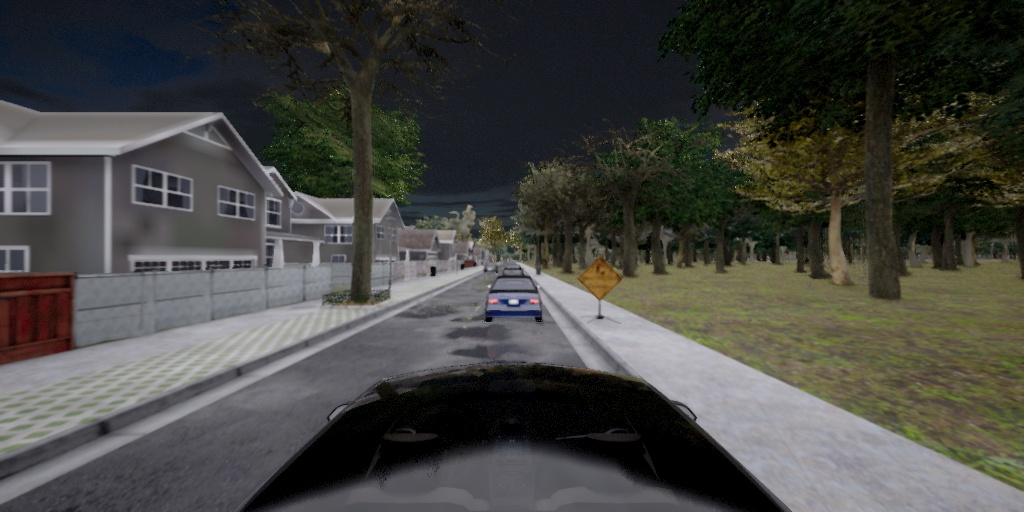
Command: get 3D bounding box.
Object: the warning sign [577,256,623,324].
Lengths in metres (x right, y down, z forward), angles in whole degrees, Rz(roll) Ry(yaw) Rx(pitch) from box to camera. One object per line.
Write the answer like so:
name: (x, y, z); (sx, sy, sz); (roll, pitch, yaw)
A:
warning sign: (2.515, 0.925, 10.312); (1.300, 1.860, 1.060); (0, 0, 0)

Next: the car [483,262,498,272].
car: (-2.847, 1.583, 48.847); (2.128, 1.511, 4.902); (0, 0, 0)

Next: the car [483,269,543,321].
car: (0.063, 1.374, 12.762); (2.033, 1.411, 5.357); (0, 0, 0)

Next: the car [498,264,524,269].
car: (0.077, 1.461, 32.572); (2.128, 1.511, 4.902); (0, 0, 0)
